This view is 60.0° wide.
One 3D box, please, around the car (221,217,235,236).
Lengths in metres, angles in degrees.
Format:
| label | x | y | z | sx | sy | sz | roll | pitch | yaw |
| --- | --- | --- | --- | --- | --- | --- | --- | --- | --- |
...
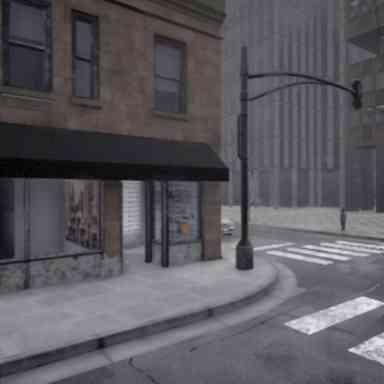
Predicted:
| label | x | y | z | sx | sy | sz | roll | pitch | yaw |
| --- | --- | --- | --- | --- | --- | --- | --- | --- | --- |
| car | 0.242 | 1.499 | 17.450 | 1.812 | 1.442 | 4.674 | 0 | 0 | -35 |

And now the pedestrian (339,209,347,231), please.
| label | x | y | z | sx | sy | sz | roll | pitch | yaw |
| --- | --- | --- | --- | --- | --- | --- | --- | --- | --- |
| pedestrian | 7.902 | 1.462 | 17.348 | 0.500 | 1.100 | 0.500 | 0 | 0 | -35 |
